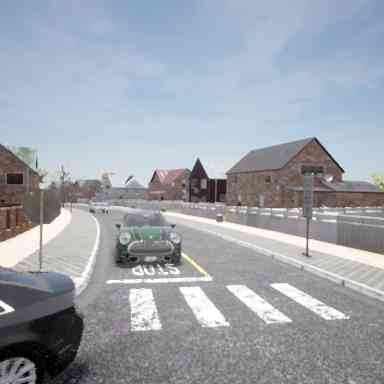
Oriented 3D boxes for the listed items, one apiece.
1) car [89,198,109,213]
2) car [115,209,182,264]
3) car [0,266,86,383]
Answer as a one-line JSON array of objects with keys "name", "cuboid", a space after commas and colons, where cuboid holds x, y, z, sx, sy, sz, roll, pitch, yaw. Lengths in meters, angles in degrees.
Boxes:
[{"name": "car", "cuboid": [-13.081, 1.826, 46.669, 2.150, 2.045, 5.566, 1, -1, -24]}, {"name": "car", "cuboid": [-1.761, 1.485, 12.376, 2.097, 1.767, 4.553, 1, -1, -14]}, {"name": "car", "cuboid": [-3.377, 1.492, 2.834, 1.837, 1.490, 4.892, 3, 2, 43]}]
